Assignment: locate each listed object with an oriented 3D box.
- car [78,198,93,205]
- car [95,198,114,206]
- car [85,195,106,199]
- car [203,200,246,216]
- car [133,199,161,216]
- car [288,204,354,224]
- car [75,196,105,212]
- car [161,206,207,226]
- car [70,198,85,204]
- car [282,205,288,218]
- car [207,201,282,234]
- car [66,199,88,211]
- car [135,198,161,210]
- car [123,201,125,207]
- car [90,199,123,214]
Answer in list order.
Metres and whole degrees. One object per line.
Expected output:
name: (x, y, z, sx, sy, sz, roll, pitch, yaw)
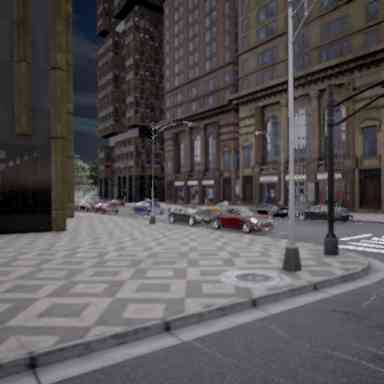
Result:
car: (-23.019, 2.017, 71.626, 1.802, 1.307, 4.206, -1, 0, -36)
car: (-16.402, 1.897, 62.421, 2.008, 1.369, 4.403, -1, 0, -36)
car: (-14.684, 1.461, 50.161, 2.150, 2.045, 5.566, -1, 0, -36)
car: (3.354, 1.654, 34.940, 1.752, 1.417, 4.829, -1, 0, -36)
car: (-4.836, 1.746, 36.305, 1.812, 1.442, 4.674, -1, 0, -36)
car: (10.072, 1.634, 25.597, 2.008, 1.369, 4.403, -1, 0, -36)
car: (-13.414, 1.756, 43.658, 1.967, 1.590, 4.097, -1, 0, -36)
car: (-0.176, 1.746, 25.249, 2.008, 1.369, 4.403, -1, 0, -36)
car: (-26.329, 2.035, 76.228, 2.008, 1.369, 4.403, -1, 0, -36)
car: (6.762, 1.670, 30.201, 1.947, 1.339, 4.313, -1, 0, -36)
car: (3.132, 1.615, 20.645, 1.967, 1.590, 4.097, -1, 0, -36)
car: (-16.724, 1.794, 48.262, 1.967, 1.590, 4.097, -1, 0, -36)
car: (-6.476, 1.664, 48.610, 1.967, 1.590, 4.097, -1, 0, -36)
car: (-13.092, 1.886, 57.817, 1.802, 1.307, 4.206, -1, 0, -36)
car: (-10.104, 1.862, 39.057, 1.802, 1.307, 4.206, -1, 0, -36)
